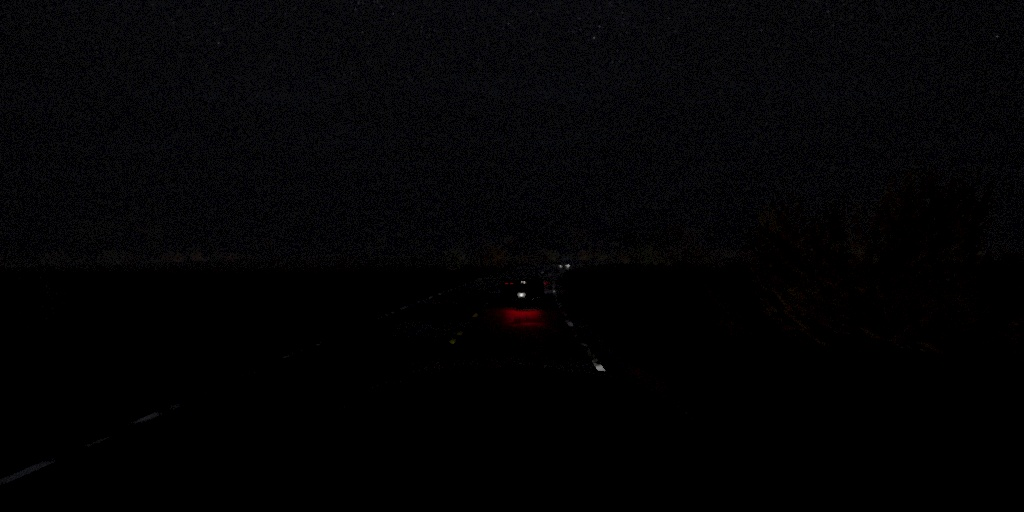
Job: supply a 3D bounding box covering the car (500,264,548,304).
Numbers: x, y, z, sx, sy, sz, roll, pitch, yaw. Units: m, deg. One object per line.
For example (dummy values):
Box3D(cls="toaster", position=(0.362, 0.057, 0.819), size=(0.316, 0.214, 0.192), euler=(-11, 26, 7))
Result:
Box3D(cls="car", position=(0.548, 1.256, 16.368), size=(1.837, 1.490, 4.892), euler=(0, 0, 4))
